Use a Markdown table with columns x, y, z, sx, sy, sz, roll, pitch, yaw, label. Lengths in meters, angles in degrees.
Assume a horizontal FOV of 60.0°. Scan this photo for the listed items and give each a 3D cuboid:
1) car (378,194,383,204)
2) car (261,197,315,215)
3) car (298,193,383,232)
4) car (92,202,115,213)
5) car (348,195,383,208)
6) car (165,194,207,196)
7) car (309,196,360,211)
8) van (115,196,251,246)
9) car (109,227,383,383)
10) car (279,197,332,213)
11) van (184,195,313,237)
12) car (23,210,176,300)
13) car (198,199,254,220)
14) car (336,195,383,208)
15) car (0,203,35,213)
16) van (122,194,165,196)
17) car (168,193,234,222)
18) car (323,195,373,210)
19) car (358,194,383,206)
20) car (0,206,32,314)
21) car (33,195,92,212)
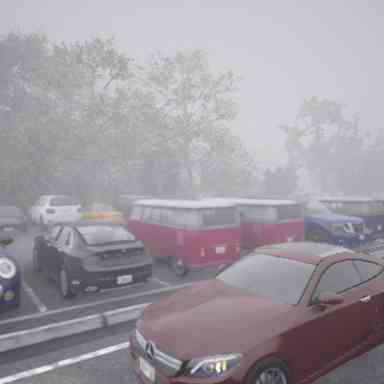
| x | y | z | sx | sy | sz | roll | pitch | yaw | label |
| --- | --- | --- | --- | --- | --- | --- | --- | --- | --- |
| 29.920 | 1.053 | 47.990 | 2.163 | 1.488 | 4.792 | -1 | 0 | -36 | car |
| 9.587 | 1.319 | 33.477 | 2.097 | 1.535 | 5.008 | -1 | 0 | -36 | car |
| 4.117 | 1.185 | 13.456 | 2.435 | 2.045 | 5.566 | 0 | 0 | -36 | car |
| -6.332 | 1.449 | 22.327 | 1.946 | 1.575 | 5.366 | 0 | 0 | -36 | car |
| 23.113 | 1.153 | 43.193 | 2.163 | 1.488 | 4.792 | -1 | 0 | -36 | car |
| -1.727 | 1.178 | 25.427 | 2.435 | 2.045 | 5.566 | 0 | 0 | -36 | car |
| 16.354 | 1.222 | 38.330 | 2.097 | 1.535 | 5.008 | -1 | 0 | -36 | car |
| -0.528 | 1.234 | 10.312 | 1.878 | 1.987 | 4.442 | 0 | 0 | -36 | van |
| 1.440 | 1.505 | 4.695 | 4.674 | 1.442 | 1.812 | 0 | 0 | -36 | car |
| 11.847 | 1.289 | 35.092 | 2.231 | 1.521 | 4.892 | -1 | 0 | -36 | car |
| 1.752 | 1.222 | 11.943 | 1.878 | 1.987 | 4.442 | 0 | 0 | -36 | van |
| -2.736 | 1.472 | 8.581 | 2.231 | 1.521 | 4.892 | 0 | 0 | -36 | car |
| 2.790 | 1.424 | 28.658 | 2.163 | 1.488 | 4.792 | 0 | 0 | -36 | car |
| 20.869 | 1.157 | 41.560 | 2.231 | 1.521 | 4.892 | -1 | 0 | -36 | car |
| -10.723 | 1.504 | 18.923 | 2.163 | 1.488 | 4.792 | 0 | 0 | -36 | car |
| -4.036 | 1.215 | 23.884 | 1.878 | 1.987 | 4.442 | 0 | 0 | -36 | van |
| 0.565 | 1.161 | 26.996 | 2.435 | 2.045 | 5.566 | 0 | 0 | -36 | car |
| 18.612 | 1.189 | 39.945 | 2.097 | 1.535 | 5.008 | -1 | 0 | -36 | car |
| 25.495 | 1.087 | 44.633 | 1.946 | 1.575 | 5.366 | -1 | 0 | -36 | car |
| -5.038 | 1.357 | 6.981 | 2.185 | 1.767 | 4.553 | 0 | 0 | -36 | car |
| -8.500 | 1.212 | 20.583 | 2.435 | 2.045 | 5.566 | 0 | 0 | -36 | car |
